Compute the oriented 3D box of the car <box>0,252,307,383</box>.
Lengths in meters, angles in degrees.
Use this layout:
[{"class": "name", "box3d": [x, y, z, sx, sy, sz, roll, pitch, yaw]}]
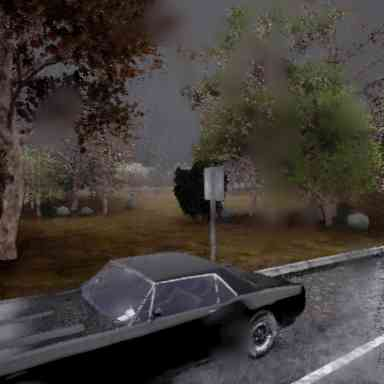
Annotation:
[{"class": "car", "box3d": [-0.695, 1.585, 4.367, 4.718, 1.301, 1.895, -1, 0, -35]}]
